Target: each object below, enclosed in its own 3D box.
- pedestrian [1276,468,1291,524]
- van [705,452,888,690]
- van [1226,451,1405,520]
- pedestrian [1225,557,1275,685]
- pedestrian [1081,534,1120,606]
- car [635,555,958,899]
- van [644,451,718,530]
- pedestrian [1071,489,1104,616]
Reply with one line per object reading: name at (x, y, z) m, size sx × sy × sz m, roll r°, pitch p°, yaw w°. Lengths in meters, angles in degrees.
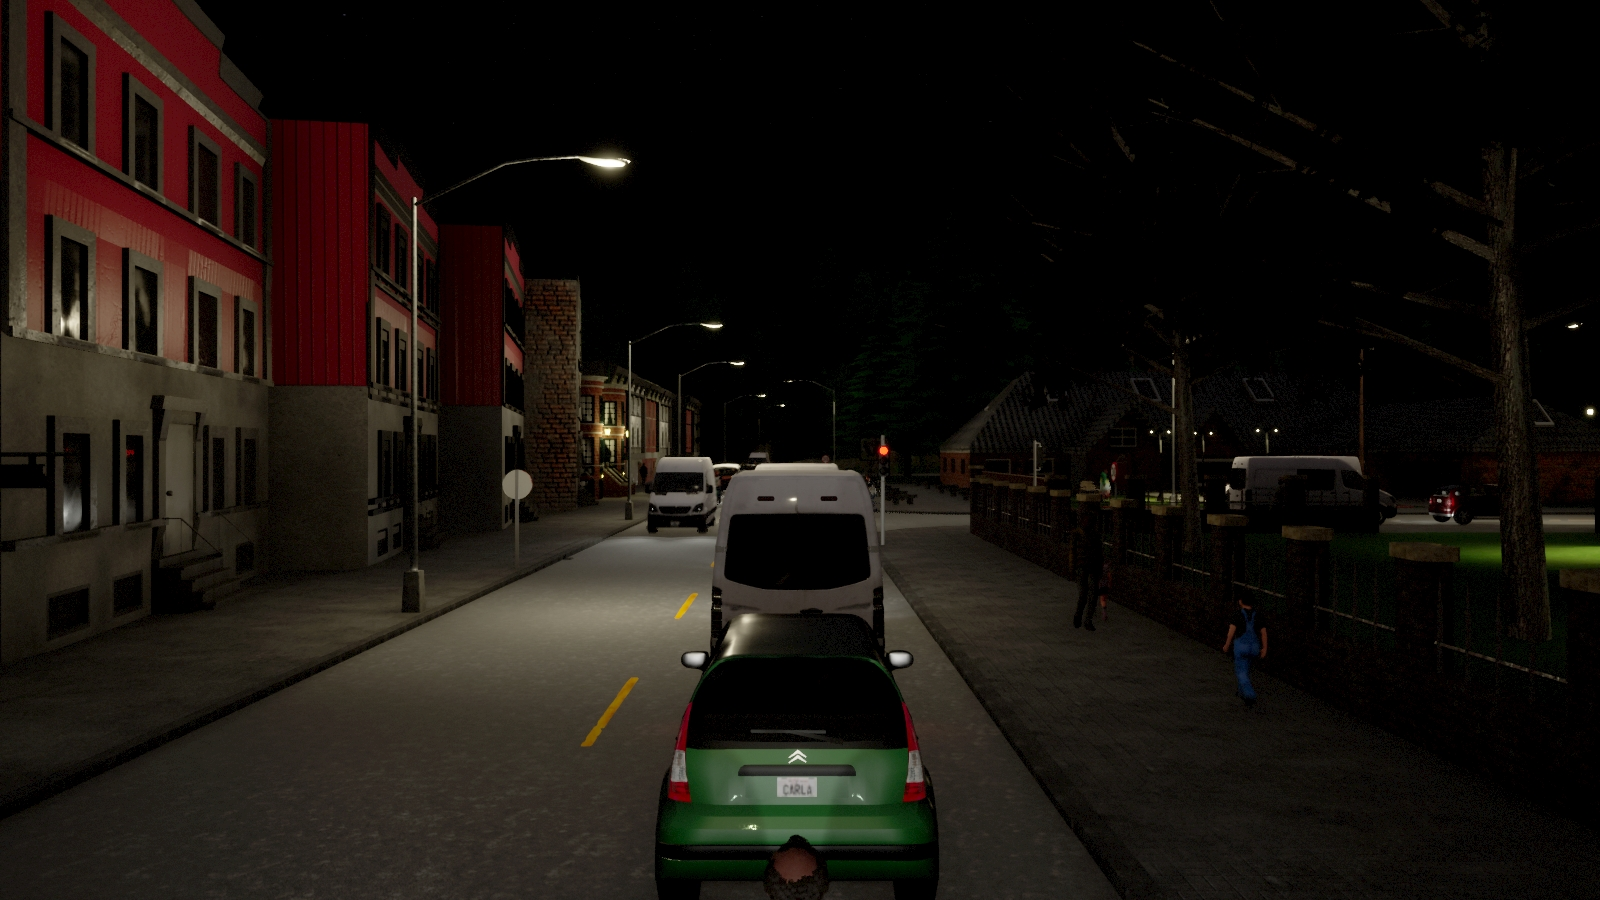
pedestrian at (16.163, 1.525, 38.202) m, size 0.375 × 1.860 × 0.375 m, roll 0°, pitch 0°, yaw 4°
van at (-0.048, 1.314, 15.312) m, size 1.988 × 2.561 × 5.915 m, roll 0°, pitch 0°, yaw 0°
van at (19.552, 1.314, 43.543) m, size 5.915 × 2.561 × 1.988 m, roll 0°, pitch 0°, yaw 1°
pedestrian at (4.761, 1.805, 12.108) m, size 0.375 × 1.300 × 0.375 m, roll 0°, pitch 0°, yaw -2°
pedestrian at (4.780, 1.904, 18.185) m, size 0.500 × 1.100 × 0.500 m, roll 0°, pitch 0°, yaw 2°
car at (-0.023, 1.779, 8.527) m, size 1.851 × 1.617 × 3.988 m, roll 0°, pitch 0°, yaw 0°
van at (-4.104, 1.314, 40.224) m, size 1.988 × 2.561 × 5.915 m, roll 0°, pitch 0°, yaw 0°
pedestrian at (4.287, 1.525, 17.061) m, size 0.375 × 1.860 × 0.375 m, roll 0°, pitch 0°, yaw -7°
